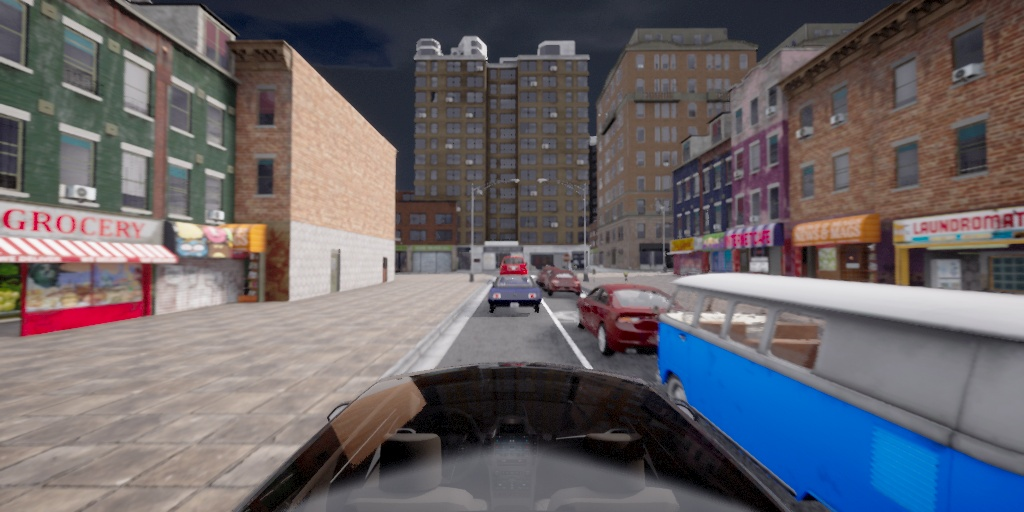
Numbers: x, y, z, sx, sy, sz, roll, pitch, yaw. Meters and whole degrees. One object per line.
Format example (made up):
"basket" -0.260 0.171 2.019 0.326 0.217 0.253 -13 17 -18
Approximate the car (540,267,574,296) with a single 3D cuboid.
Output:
"car" 2.644 1.394 19.392 1.802 1.307 4.207 0 0 0

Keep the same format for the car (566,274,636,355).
"car" 2.641 1.315 8.516 1.888 1.381 4.507 0 0 0

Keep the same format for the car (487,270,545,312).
"car" 0.102 1.392 14.389 1.895 1.301 4.718 0 0 0

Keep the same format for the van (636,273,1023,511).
"van" 2.640 1.095 3.078 1.690 1.789 3.998 0 0 0

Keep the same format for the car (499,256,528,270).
"car" 0.101 1.071 29.215 2.150 2.045 5.566 0 -1 0
